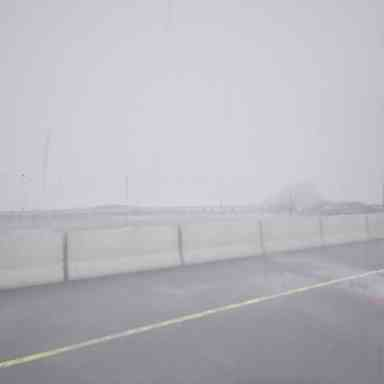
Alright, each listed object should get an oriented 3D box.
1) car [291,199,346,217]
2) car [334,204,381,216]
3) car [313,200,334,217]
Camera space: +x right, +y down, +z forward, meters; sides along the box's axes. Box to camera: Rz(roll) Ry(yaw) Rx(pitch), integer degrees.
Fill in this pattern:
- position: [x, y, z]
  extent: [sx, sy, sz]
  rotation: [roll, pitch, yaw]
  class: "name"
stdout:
- position: [11.870, 1.464, 31.196]
  extent: [4.902, 1.511, 2.128]
  rotation: [0, 0, -27]
  class: "car"
- position: [12.795, 1.586, 23.839]
  extent: [4.718, 1.301, 1.895]
  rotation: [0, 0, -27]
  class: "car"
- position: [12.742, 1.484, 27.725]
  extent: [4.892, 1.490, 1.837]
  rotation: [0, 0, -27]
  class: "car"
